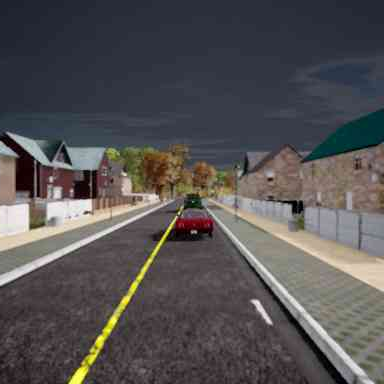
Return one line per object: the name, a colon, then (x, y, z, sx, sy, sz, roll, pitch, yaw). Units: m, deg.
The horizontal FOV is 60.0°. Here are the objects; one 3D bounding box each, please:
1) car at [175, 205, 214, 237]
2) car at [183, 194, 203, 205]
car: (0.101, 1.596, 17.918, 1.895, 1.301, 4.718, 0, 0, 0)
car: (0.101, 1.206, 39.853, 2.150, 2.045, 5.566, 0, 0, 0)
